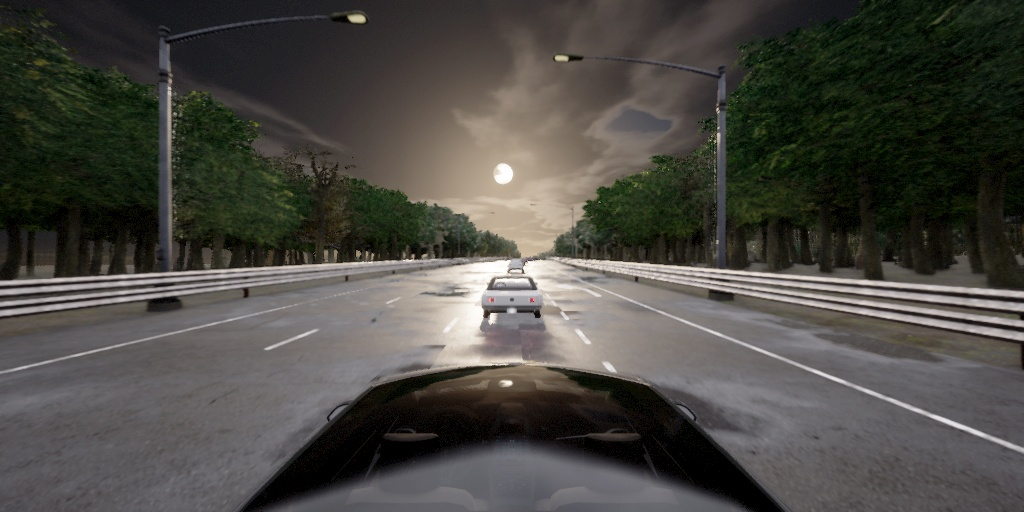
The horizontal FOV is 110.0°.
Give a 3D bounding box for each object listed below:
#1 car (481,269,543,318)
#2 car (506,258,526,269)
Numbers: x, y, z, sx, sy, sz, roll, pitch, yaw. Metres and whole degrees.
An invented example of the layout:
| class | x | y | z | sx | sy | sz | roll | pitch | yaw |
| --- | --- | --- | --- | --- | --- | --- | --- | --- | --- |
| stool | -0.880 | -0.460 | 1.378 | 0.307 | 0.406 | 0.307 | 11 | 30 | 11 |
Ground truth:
| class | x | y | z | sx | sy | sz | roll | pitch | yaw |
| --- | --- | --- | --- | --- | --- | --- | --- | --- | --- |
| car | 0.004 | 1.337 | 12.937 | 1.895 | 1.301 | 4.718 | 0 | 0 | 0 |
| car | 0.470 | 1.170 | 42.435 | 1.812 | 1.442 | 4.674 | 0 | 0 | 2 |
